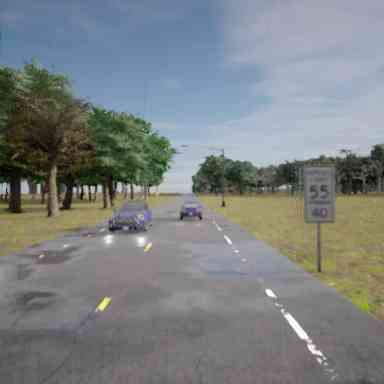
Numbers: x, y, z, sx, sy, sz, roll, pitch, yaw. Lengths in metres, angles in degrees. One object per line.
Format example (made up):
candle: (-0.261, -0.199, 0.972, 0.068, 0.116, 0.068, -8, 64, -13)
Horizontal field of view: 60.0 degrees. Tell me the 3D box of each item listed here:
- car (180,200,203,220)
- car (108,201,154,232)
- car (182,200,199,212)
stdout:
car: (-0.072, 1.584, 28.788, 1.812, 1.442, 4.674, 0, 0, 0)
car: (-3.579, 1.369, 20.116, 2.097, 1.767, 4.553, 0, 0, 0)
car: (-0.120, 1.783, 42.588, 2.033, 1.411, 5.357, 0, -1, 0)
